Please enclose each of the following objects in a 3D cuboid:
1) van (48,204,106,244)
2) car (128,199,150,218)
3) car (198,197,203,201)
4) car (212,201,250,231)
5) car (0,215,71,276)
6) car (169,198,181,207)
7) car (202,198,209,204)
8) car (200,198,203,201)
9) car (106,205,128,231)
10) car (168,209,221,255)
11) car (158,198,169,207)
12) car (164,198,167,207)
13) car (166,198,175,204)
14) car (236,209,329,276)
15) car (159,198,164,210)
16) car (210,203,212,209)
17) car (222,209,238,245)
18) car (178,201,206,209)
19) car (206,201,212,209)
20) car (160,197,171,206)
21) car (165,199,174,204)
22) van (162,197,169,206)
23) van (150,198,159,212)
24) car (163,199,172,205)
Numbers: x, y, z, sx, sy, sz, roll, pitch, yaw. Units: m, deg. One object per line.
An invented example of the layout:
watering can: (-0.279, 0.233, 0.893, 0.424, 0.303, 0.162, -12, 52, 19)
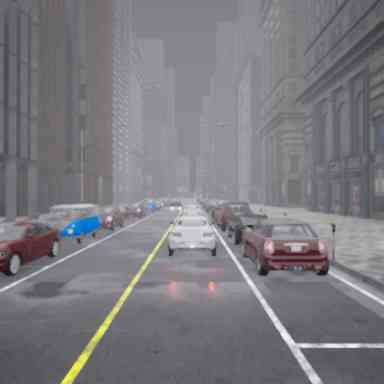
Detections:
van: (-5.762, 1.502, 16.373, 1.690, 1.788, 3.998, 0, -1, 0)
car: (-5.757, 1.765, 33.281, 1.967, 1.590, 4.097, 0, -1, 0)
car: (2.778, 2.300, 72.738, 1.802, 1.307, 4.206, 0, -1, 0)
car: (2.764, 1.530, 22.017, 2.192, 1.841, 5.009, 0, -1, 0)
car: (-5.763, 1.651, 10.734, 1.887, 1.381, 4.507, 0, -1, 0)
car: (-3.002, 2.235, 64.536, 1.895, 1.301, 4.718, 0, -1, 1)
car: (2.771, 1.875, 44.559, 1.967, 1.590, 4.097, 0, -1, 0)
car: (2.774, 2.113, 55.830, 1.947, 1.339, 4.313, 0, -1, 0)
car: (-5.760, 1.655, 22.008, 1.967, 1.590, 4.097, 0, -1, 0)
car: (0.028, 1.662, 13.909, 1.812, 1.442, 4.674, 0, 0, 1)
car: (-5.749, 2.102, 67.099, 1.967, 1.590, 4.097, 0, -1, 0)
car: (-5.751, 2.098, 55.825, 2.008, 1.369, 4.403, 0, -1, 0)
car: (-5.743, 2.443, 89.643, 2.008, 1.369, 4.403, 0, -1, 0)
car: (2.762, 1.546, 10.743, 1.967, 1.590, 4.097, 0, -1, 0)
car: (-5.753, 2.014, 50.020, 1.752, 1.417, 4.829, 0, -1, 0)
car: (2.767, 1.815, 27.651, 1.887, 1.381, 4.507, 0, -1, 0)
car: (2.764, 1.726, 16.378, 1.947, 1.339, 4.313, 0, -1, 0)
car: (0.032, 1.808, 28.904, 1.812, 1.442, 4.674, 0, 0, 1)
car: (2.768, 1.891, 33.286, 1.947, 1.339, 4.313, 0, -1, 0)
car: (-5.748, 2.034, 72.737, 2.192, 1.841, 5.009, 0, -1, 0)
car: (-5.744, 2.400, 84.007, 1.947, 1.339, 4.313, 0, -1, 0)
van: (-5.751, 1.945, 61.464, 1.690, 1.788, 3.998, 0, -1, 0)
van: (-5.755, 1.776, 44.555, 1.690, 1.788, 3.998, 0, -1, 0)
car: (-5.745, 2.342, 78.371, 1.947, 1.339, 4.313, 0, -1, 0)
